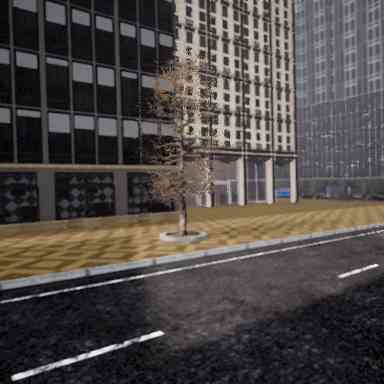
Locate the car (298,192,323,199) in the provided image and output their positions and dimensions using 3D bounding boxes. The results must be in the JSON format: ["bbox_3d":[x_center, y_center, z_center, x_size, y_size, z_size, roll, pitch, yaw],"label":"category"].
[{"bbox_3d":[20.395,0.588,57.532,1.947,1.339,4.313,-2,1,-36],"label":"car"}]

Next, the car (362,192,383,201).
[{"bbox_3d":[26.993,0.678,48.274,1.947,1.339,4.313,-2,1,-36],"label":"car"}]

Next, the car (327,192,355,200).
[{"bbox_3d":[23.677,0.650,52.893,1.802,1.307,4.206,-2,1,-36],"label":"car"}]

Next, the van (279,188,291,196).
[{"bbox_3d":[20.566,0.008,71.675,1.690,1.788,3.998,-2,1,-36],"label":"van"}]
